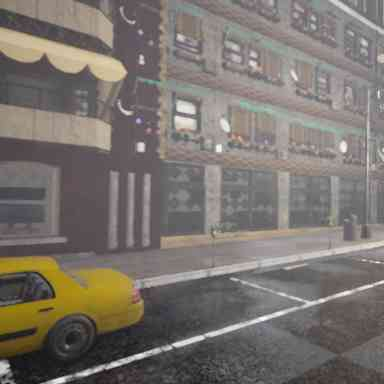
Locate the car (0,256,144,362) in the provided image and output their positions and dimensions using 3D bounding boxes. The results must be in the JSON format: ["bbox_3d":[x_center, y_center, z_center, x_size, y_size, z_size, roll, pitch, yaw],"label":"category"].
[{"bbox_3d":[-3.030,1.526,4.384,4.829,1.417,1.752,1,1,-35],"label":"car"}]
